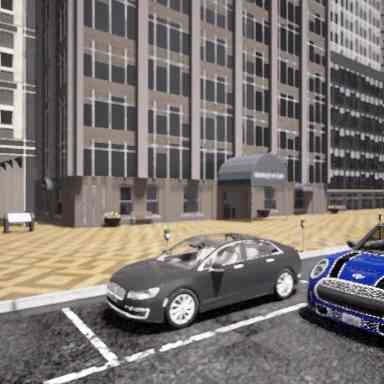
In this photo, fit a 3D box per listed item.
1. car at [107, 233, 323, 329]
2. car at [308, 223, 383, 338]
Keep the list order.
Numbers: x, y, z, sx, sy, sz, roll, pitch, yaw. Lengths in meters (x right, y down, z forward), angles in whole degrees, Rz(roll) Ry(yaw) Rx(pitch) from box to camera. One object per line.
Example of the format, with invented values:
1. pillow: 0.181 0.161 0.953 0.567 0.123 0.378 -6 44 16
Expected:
1. car: 0.462 1.569 6.886 4.403 1.369 2.008 0 0 -35
2. car: 4.284 1.383 6.421 4.553 1.767 2.097 0 0 -35
